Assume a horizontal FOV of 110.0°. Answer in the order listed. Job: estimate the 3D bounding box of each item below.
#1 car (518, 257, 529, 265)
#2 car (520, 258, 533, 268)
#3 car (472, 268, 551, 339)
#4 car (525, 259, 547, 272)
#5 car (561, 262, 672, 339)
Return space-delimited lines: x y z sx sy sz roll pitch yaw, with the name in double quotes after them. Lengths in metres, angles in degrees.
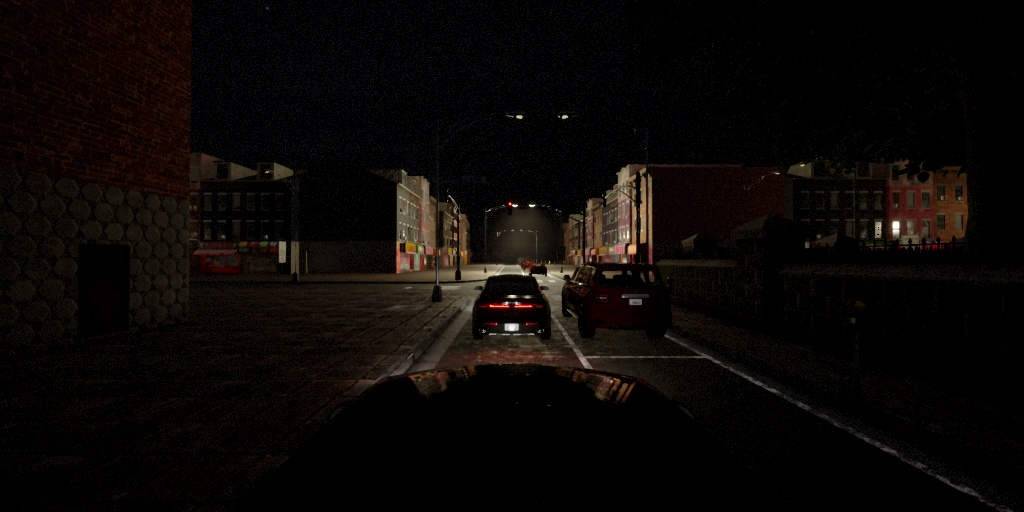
2.557 1.157 58.221 2.192 1.841 5.009 0 0 0 "car"
2.565 1.372 52.784 1.888 1.381 4.507 0 0 0 "car"
-0.011 1.258 10.001 1.837 1.490 4.892 0 0 0 "car"
2.589 1.333 36.472 1.888 1.381 4.507 0 0 0 "car"
2.626 1.068 10.043 2.192 1.841 5.009 0 0 0 "car"
